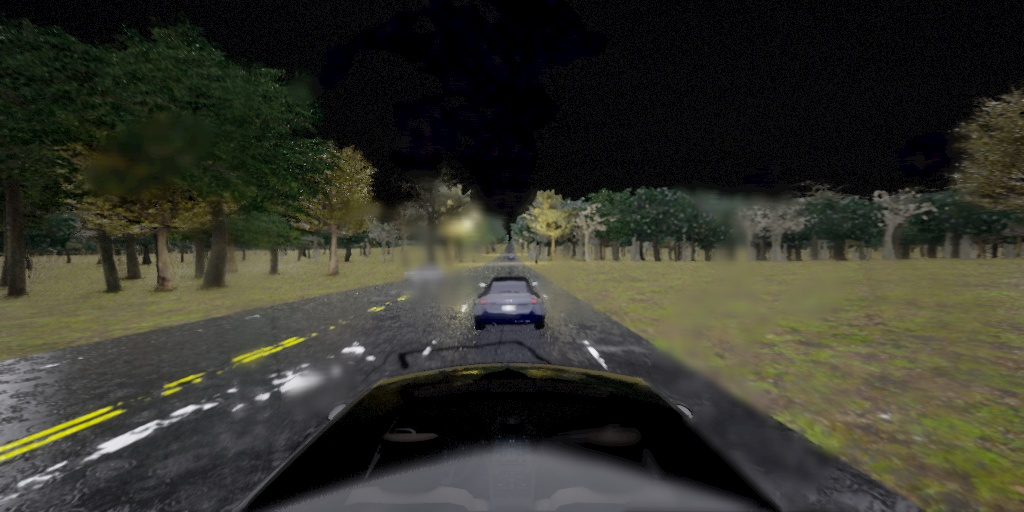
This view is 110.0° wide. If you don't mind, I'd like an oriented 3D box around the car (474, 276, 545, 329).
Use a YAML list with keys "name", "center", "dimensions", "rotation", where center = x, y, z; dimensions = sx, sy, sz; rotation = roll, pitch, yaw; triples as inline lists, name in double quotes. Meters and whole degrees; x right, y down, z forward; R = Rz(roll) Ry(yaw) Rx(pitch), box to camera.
- name: "car"
  center: [-0.071, 1.333, 11.385]
  dimensions: [1.994, 1.385, 4.181]
  rotation: [-1, 0, 0]

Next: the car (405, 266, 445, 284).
- name: "car"
  center: [-6.805, 1.461, 28.385]
  dimensions: [1.895, 1.301, 4.718]
  rotation: [-1, 0, 4]
